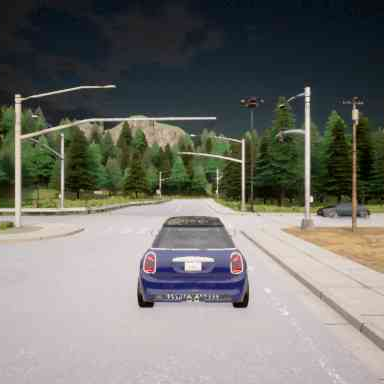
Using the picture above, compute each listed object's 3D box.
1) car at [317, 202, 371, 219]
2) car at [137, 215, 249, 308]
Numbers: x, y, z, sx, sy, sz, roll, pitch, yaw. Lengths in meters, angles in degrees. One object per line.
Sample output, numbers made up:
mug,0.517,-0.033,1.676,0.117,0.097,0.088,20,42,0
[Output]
car,13.073,1.591,28.743,4.181,1.385,1.994,0,0,1
car,0.037,1.348,8.090,2.097,1.767,4.553,0,0,0
